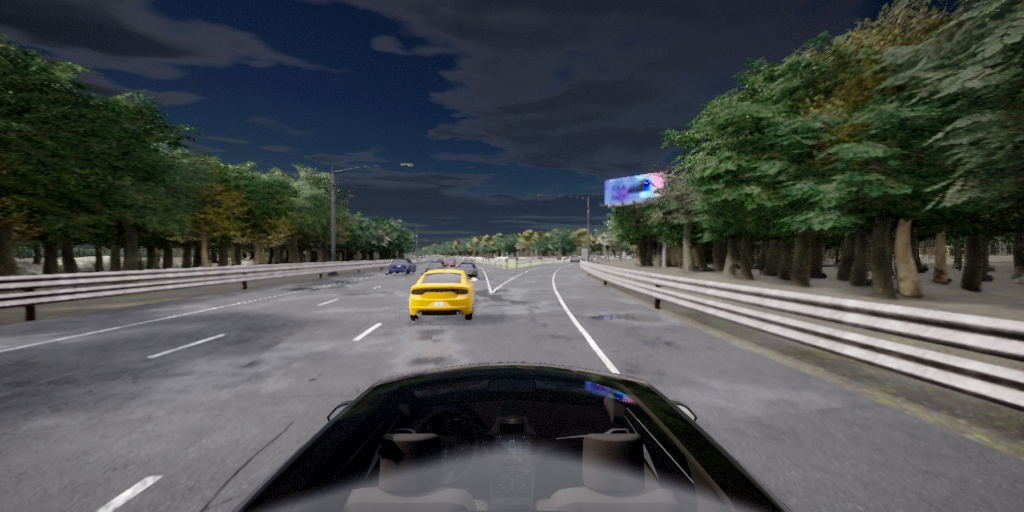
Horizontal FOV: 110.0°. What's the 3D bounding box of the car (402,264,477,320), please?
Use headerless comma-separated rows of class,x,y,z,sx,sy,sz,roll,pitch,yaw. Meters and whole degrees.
car,-2.291,1.203,12.639,1.882,1.535,5.008,0,0,-5

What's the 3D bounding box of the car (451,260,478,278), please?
car,-3.917,1.266,30.980,1.994,1.385,4.181,0,0,-5

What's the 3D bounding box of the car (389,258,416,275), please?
car,-11.517,1.048,37.976,2.097,1.767,4.553,0,0,-6

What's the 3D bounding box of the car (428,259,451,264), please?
car,-8.078,1.261,38.759,1.994,1.385,4.181,0,0,-6
